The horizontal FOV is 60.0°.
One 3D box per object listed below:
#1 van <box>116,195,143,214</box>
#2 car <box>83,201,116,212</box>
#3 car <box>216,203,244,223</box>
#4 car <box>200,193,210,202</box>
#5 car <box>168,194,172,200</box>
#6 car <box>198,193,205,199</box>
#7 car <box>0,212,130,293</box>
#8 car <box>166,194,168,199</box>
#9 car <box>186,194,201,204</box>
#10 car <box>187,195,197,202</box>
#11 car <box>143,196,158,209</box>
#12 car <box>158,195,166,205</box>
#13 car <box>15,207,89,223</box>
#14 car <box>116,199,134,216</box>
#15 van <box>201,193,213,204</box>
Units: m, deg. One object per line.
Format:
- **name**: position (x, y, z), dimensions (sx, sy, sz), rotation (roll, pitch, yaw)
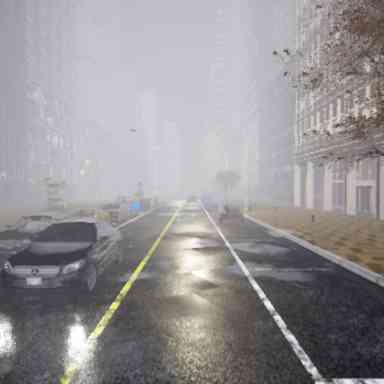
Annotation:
- **van**: position (-5.718, 1.194, 29.423), dimensions (1.690, 1.788, 3.998), rotation (-1, 0, 0)
- **car**: position (-5.710, 1.432, 18.005), dimensions (1.752, 1.417, 4.829), rotation (-1, 0, 0)
- **car**: position (2.668, 1.461, 23.805), dimensions (1.802, 1.307, 4.206), rotation (-1, 0, 0)
- **car**: position (2.645, 1.125, 68.803), dimensions (1.967, 1.590, 4.097), rotation (-1, 0, 0)
- **car**: position (-5.738, 1.193, 80.049), dimensions (2.008, 1.369, 4.403), rotation (-1, 0, 0)
- **car**: position (2.637, 1.126, 91.474), dimensions (1.752, 1.417, 4.829), rotation (-1, 0, 0)
- **car**: position (-3.081, 1.478, 8.837), dimensions (1.812, 1.442, 4.674), rotation (0, 0, 0)
- **car**: position (-5.728, 1.280, 57.550), dimensions (2.008, 1.369, 4.403), rotation (-1, 0, 0)
- **car**: position (-0.025, 1.280, 56.680), dimensions (2.033, 1.411, 5.357), rotation (0, 0, 0)
- **car**: position (-0.030, 1.241, 67.038), dimensions (2.033, 1.411, 5.357), rotation (0, 0, 0)
- **car**: position (-5.720, 1.346, 40.674), dimensions (1.887, 1.381, 4.507), rotation (-1, 0, 0)
- **car**: position (-5.725, 1.303, 51.925), dimensions (2.008, 1.369, 4.403), rotation (-1, 0, 0)
- **car**: position (-5.707, 1.484, 12.550), dimensions (2.008, 1.369, 4.403), rotation (-1, 0, 0)
- **car**: position (-5.712, 1.424, 23.800), dimensions (1.887, 1.381, 4.507), rotation (-1, 0, 0)
- **van**: position (2.648, 1.071, 57.554), dimensions (1.690, 1.788, 3.998), rotation (-1, 0, 0)
